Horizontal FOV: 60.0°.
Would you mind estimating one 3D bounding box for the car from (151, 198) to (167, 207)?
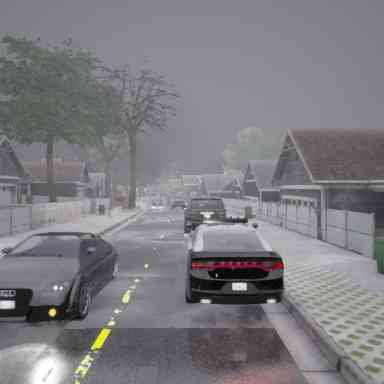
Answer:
[{"bbox_3d":[-5.985,1.755,57.249,2.128,1.511,4.902,0,-1,-7],"label":"car"}]

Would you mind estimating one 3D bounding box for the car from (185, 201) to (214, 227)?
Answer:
[{"bbox_3d":[0.417,1.494,24.476,1.801,1.575,5.366,0,0,-2],"label":"car"}]

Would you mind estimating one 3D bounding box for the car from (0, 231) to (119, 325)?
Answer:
[{"bbox_3d":[-2.895,1.566,7.148,1.994,1.385,4.181,0,0,0],"label":"car"}]

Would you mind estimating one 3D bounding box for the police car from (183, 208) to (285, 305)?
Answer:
[{"bbox_3d":[0.807,1.430,8.315,1.930,1.638,5.238,0,0,0],"label":"police car"}]

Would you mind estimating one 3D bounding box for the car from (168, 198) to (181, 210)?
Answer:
[{"bbox_3d":[-2.003,1.663,46.832,1.837,1.490,4.892,0,0,-5],"label":"car"}]

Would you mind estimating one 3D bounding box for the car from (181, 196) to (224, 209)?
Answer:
[{"bbox_3d":[0.641,1.250,18.288,2.150,2.045,5.566,0,0,-2],"label":"car"}]
